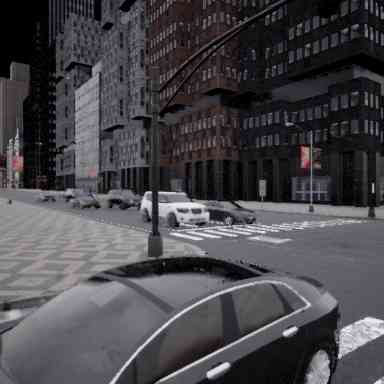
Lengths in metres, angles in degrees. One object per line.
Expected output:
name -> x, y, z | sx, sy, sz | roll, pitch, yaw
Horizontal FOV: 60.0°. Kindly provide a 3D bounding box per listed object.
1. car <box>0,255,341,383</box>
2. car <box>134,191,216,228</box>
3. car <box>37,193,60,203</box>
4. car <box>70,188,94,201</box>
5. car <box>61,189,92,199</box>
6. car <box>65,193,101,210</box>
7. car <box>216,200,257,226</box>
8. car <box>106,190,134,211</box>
car -> -0.340, 1.506, 3.169 | 4.892, 1.490, 1.837 | 0, 2, -41
car -> -1.247, 0.998, 20.727 | 2.150, 2.045, 5.566 | 0, 1, -35
car -> -21.478, 0.822, 48.957 | 2.033, 1.411, 5.357 | 0, 1, -35
car -> -18.745, 0.418, 56.495 | 2.150, 2.045, 5.566 | 0, 1, -36
car -> -16.394, 0.554, 47.403 | 2.150, 2.045, 5.566 | 0, 1, -35
car -> -11.183, 1.085, 34.567 | 2.033, 1.411, 5.357 | 0, 1, -36
car -> 2.087, 1.295, 21.734 | 1.837, 1.490, 4.892 | 0, 1, -36
car -> -6.945, 0.796, 34.243 | 2.150, 2.045, 5.566 | 0, 1, -36
